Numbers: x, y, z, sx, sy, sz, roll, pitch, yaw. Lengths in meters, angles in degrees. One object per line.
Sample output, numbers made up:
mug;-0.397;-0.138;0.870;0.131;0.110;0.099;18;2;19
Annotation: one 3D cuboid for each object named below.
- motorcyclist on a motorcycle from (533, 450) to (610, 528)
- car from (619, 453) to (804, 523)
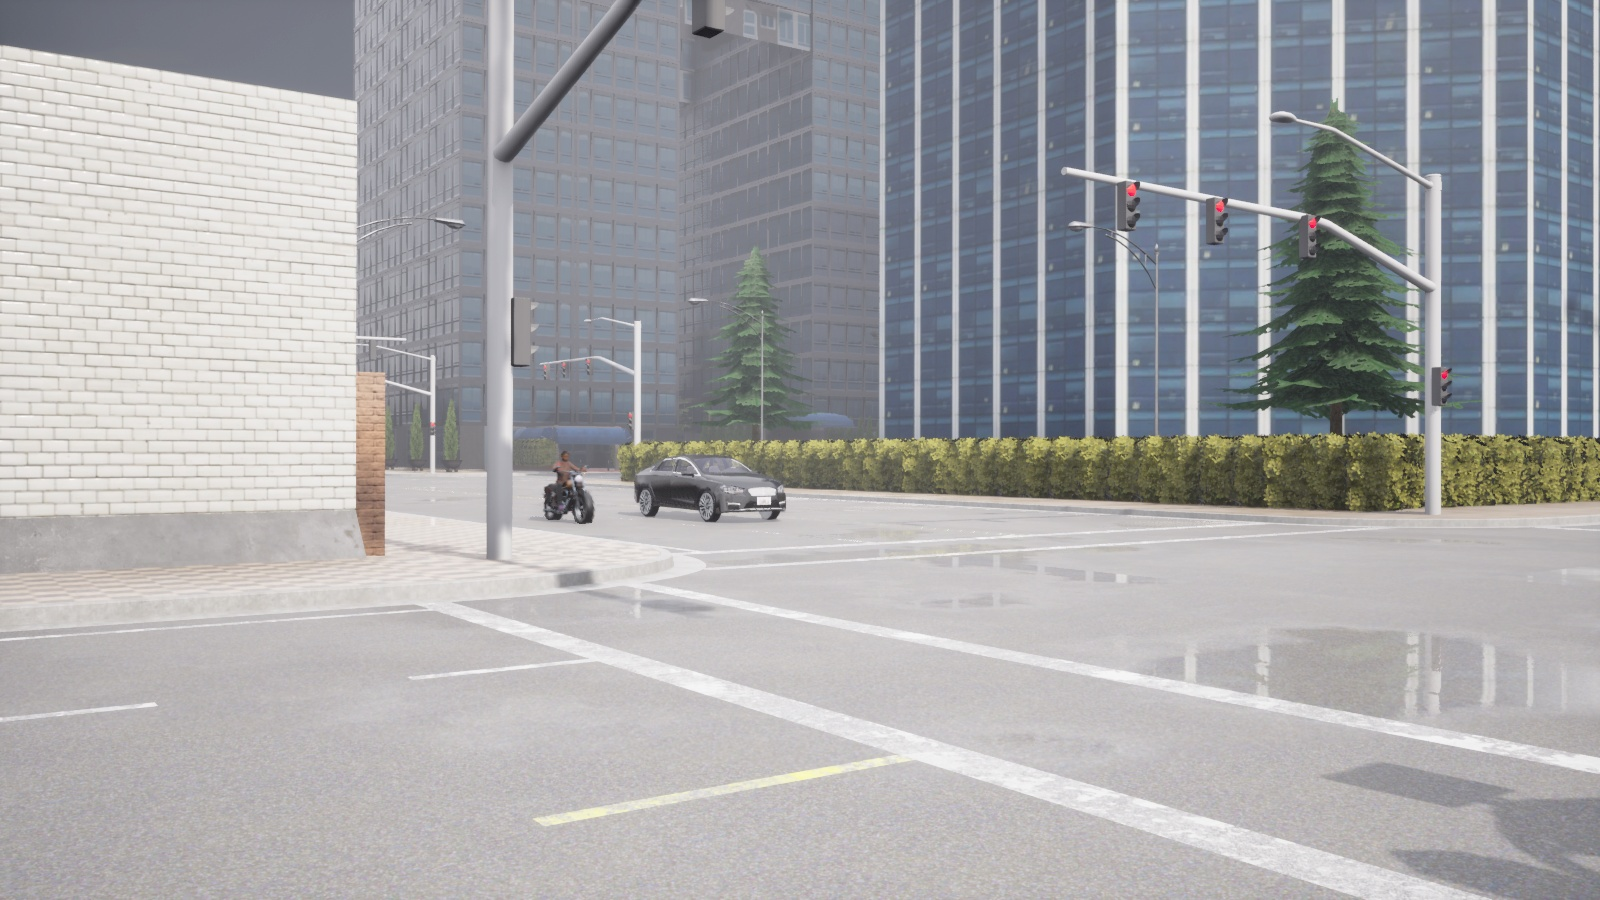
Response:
motorcyclist on a motorcycle;-5.069;0.829;27.704;0.766;1.649;2.350;0;0;-34
car;-2.194;0.834;29.697;2.128;1.511;4.902;0;0;-35
